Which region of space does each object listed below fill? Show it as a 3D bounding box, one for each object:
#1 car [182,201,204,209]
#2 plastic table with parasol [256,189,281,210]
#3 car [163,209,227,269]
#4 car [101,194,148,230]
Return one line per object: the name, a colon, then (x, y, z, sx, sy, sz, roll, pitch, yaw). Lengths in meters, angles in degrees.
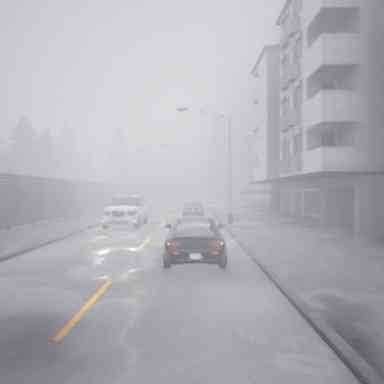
car: (0.105, 1.495, 29.308, 2.033, 1.411, 5.357, 0, 0, 0)
plastic table with parasol: (9.249, 0.853, 40.328, 2.482, 2.480, 2.482, 0, 0, 0)
car: (0.094, 1.506, 10.954, 1.812, 1.442, 4.674, 0, 0, 0)
car: (-4.096, 1.185, 21.128, 2.150, 2.045, 5.566, 0, 0, 0)
